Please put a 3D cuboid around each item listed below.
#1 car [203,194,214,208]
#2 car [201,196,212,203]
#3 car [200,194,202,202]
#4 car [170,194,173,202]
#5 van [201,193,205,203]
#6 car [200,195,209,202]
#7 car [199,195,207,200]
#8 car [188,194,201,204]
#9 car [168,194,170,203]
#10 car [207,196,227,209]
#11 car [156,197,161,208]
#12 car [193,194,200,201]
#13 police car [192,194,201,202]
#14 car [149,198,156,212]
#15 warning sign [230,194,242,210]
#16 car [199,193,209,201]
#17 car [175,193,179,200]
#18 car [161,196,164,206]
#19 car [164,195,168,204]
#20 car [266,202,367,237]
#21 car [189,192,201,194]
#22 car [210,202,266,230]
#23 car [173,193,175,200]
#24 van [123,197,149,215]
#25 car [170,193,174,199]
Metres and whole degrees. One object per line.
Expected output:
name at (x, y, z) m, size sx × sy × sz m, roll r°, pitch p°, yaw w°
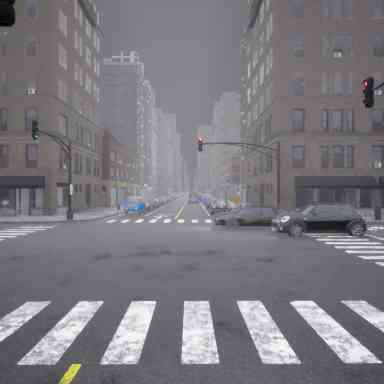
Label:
car at (2.847, 1.443, 44.705) m, size 1.967 × 1.590 × 4.097 m, roll 0°, pitch 0°, yaw 0°
car at (2.941, 1.552, 67.382) m, size 2.008 × 1.369 × 4.403 m, roll 0°, pitch 0°, yaw 0°
car at (2.918, 1.527, 61.882) m, size 1.752 × 1.417 × 4.829 m, roll 0°, pitch 0°, yaw 0°
car at (-5.585, 1.567, 67.409) m, size 1.947 × 1.339 × 4.313 m, roll 0°, pitch 0°, yaw 0°
van at (2.894, 1.344, 56.043) m, size 1.690 × 1.788 × 3.998 m, roll 0°, pitch 0°, yaw 0°
car at (2.988, 1.437, 78.721) m, size 1.967 × 1.590 × 4.097 m, roll 0°, pitch 0°, yaw 0°
car at (3.034, 1.558, 90.060) m, size 1.947 × 1.339 × 4.313 m, roll 0°, pitch 0°, yaw 0°
car at (0.255, 1.566, 62.937) m, size 1.994 × 1.385 × 4.181 m, roll 0°, pitch 0°, yaw 0°
car at (-5.609, 1.527, 61.571) m, size 1.752 × 1.417 × 4.829 m, roll 0°, pitch 0°, yaw 0°
car at (2.801, 1.442, 33.367) m, size 1.967 × 1.590 × 4.097 m, roll 0°, pitch 0°, yaw 0°
car at (-5.678, 1.569, 44.736) m, size 1.947 × 1.339 × 4.313 m, roll 0°, pitch 0°, yaw 0°
car at (1.152, 1.448, 89.559) m, size 1.801 × 1.575 × 5.366 m, roll 0°, pitch 0°, yaw 0°
police car at (1.120, 1.422, 79.464) m, size 1.930 × 1.638 × 5.238 m, roll 0°, pitch 0°, yaw -1°
car at (-5.702, 1.443, 39.068) m, size 1.967 × 1.590 × 4.097 m, roll 0°, pitch 0°, yaw 0°
warning sign at (5.227, 1.118, 39.351) m, size 1.300 × 1.860 × 1.060 m, roll 0°, pitch 0°, yaw 0°
car at (3.010, 1.309, 84.389) m, size 2.192 × 1.841 × 5.009 m, roll 0°, pitch 0°, yaw 0°
car at (-5.491, 1.307, 90.082) m, size 2.192 × 1.841 × 5.009 m, roll 0°, pitch 0°, yaw 0°
car at (-5.655, 1.585, 50.405) m, size 1.802 × 1.307 × 4.206 m, roll 0°, pitch 0°, yaw 0°
car at (-5.632, 1.569, 56.073) m, size 1.947 × 1.339 × 4.313 m, roll 0°, pitch 0°, yaw 0°
car at (6.524, 1.359, 17.411) m, size 4.553 × 1.767 × 2.097 m, roll 0°, pitch 0°, yaw 0°
car at (0.297, 1.039, 72.971) m, size 2.150 × 2.045 × 5.566 m, roll 0°, pitch 0°, yaw 0°
car at (4.018, 1.549, 20.645) m, size 5.357 × 1.411 × 2.033 m, roll 0°, pitch 0°, yaw 0°
car at (-5.539, 1.522, 78.576) m, size 1.752 × 1.417 × 4.829 m, roll 0°, pitch 0°, yaw 0°
van at (-5.725, 1.343, 33.400) m, size 1.690 × 1.788 × 3.998 m, roll 0°, pitch 0°, yaw 0°
car at (-5.561, 1.544, 73.077) m, size 1.887 × 1.381 × 4.507 m, roll 0°, pitch 0°, yaw 0°
